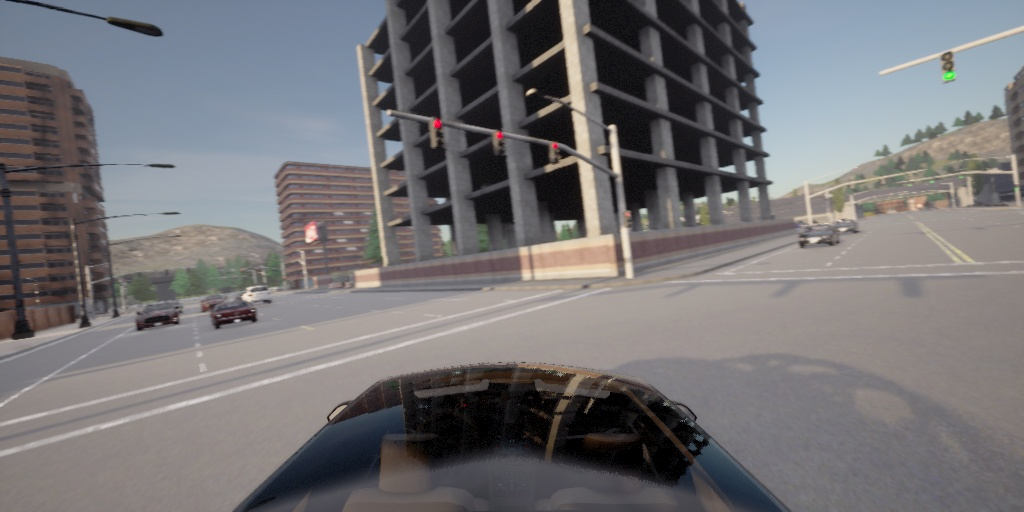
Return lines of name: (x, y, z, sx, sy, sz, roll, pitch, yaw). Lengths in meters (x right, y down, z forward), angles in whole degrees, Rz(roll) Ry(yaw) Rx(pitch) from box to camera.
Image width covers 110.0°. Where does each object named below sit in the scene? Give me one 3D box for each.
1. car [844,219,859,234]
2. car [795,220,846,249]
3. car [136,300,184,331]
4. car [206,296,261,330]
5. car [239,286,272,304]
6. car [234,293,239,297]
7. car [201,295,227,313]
car: (34.861, -3.021, 37.547, 4.902, 1.511, 2.128, -7, 0, -42)
car: (21.956, -1.445, 25.669, 4.902, 1.511, 2.128, -7, 0, -42)
car: (-25.178, 4.159, 25.596, 2.097, 1.767, 4.553, -7, 0, -42)
car: (-16.069, 3.299, 20.666, 1.895, 1.301, 4.718, -7, 0, -42)
car: (-28.205, 4.392, 39.633, 2.150, 2.045, 5.566, -7, 0, -42)
car: (-36.349, 5.654, 48.728, 2.128, 1.511, 4.902, -7, 0, -42)
car: (-31.894, 4.971, 38.428, 2.097, 1.767, 4.553, -7, 0, -42)
